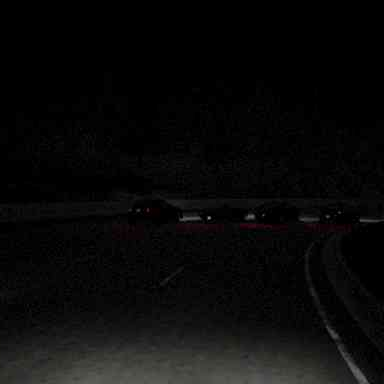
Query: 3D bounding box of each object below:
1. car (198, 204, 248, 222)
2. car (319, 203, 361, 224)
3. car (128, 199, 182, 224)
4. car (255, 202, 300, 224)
[{"bbox_3d":[2.581,1.612,26.200,1.895,1.301,4.718,0,0,37],"label":"car"},{"bbox_3d":[11.420,1.603,25.680,1.812,1.442,4.674,0,0,44],"label":"car"},{"bbox_3d":[-2.657,1.325,25.087,2.097,1.767,4.553,1,0,31],"label":"car"},{"bbox_3d":[6.664,1.519,25.637,1.882,1.535,5.008,0,0,39],"label":"car"}]
